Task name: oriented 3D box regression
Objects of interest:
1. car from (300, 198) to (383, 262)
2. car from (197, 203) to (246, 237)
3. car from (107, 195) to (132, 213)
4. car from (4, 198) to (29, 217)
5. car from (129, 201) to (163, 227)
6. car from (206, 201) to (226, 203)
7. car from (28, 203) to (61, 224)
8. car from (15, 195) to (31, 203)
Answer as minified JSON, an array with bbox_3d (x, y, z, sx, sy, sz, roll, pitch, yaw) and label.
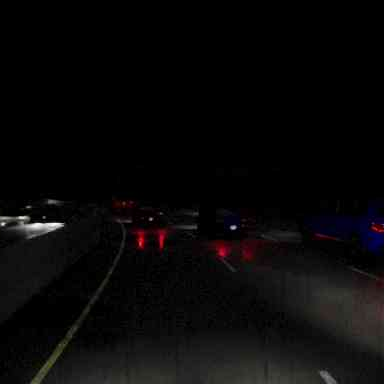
[{"bbox_3d":[6.101,1.220,12.420,2.150,2.045,5.566,0,0,-7],"label":"car"},{"bbox_3d":[1.565,1.551,18.356,1.812,1.442,4.674,0,0,-11],"label":"car"},{"bbox_3d":[-8.387,1.334,38.581,2.150,2.045,5.566,0,0,-23],"label":"car"},{"bbox_3d":[-18.137,1.651,34.235,1.882,1.535,5.008,0,0,-24],"label":"car"},{"bbox_3d":[-3.206,1.584,23.536,1.812,1.442,4.674,0,-1,-15],"label":"car"},{"bbox_3d":[2.070,1.528,30.494,2.128,1.511,4.902,0,0,-17],"label":"car"},{"bbox_3d":[-11.465,1.675,26.333,1.994,1.385,4.181,0,0,-18],"label":"car"},{"bbox_3d":[-31.975,1.533,62.642,2.150,2.045,5.566,-1,0,-37],"label":"car"}]
